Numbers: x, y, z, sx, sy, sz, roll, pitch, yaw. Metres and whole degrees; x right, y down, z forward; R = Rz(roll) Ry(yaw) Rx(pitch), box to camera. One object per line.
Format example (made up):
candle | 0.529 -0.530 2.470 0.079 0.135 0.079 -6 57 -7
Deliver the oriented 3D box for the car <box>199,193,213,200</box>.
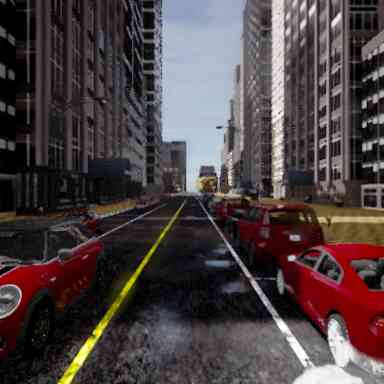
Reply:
car | 2.723 1.117 55.436 2.192 1.841 5.009 0 0 0

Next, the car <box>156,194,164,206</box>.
car | -5.661 1.405 49.902 1.802 1.307 4.206 0 0 0

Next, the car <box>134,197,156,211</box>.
car | -5.667 1.444 38.824 1.802 1.307 4.206 0 0 0

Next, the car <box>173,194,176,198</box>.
car | -5.645 1.246 83.138 1.887 1.381 4.507 0 0 0

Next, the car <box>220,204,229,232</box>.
car | 2.702 1.507 16.663 1.947 1.339 4.313 0 0 0

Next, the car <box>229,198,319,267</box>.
car | 2.700 1.276 11.123 2.192 1.841 5.009 0 0 0

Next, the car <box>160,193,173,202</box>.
car | -5.652 1.077 66.519 2.192 1.841 5.009 0 0 0

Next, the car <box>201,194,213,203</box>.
car | 2.725 1.222 60.976 1.967 1.590 4.097 0 0 0

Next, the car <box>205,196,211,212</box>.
car | 2.711 1.433 33.281 2.008 1.369 4.403 0 0 0

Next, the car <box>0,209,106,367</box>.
car | -3.078 1.331 5.955 2.097 1.767 4.553 0 0 0

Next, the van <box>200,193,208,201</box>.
van | 2.734 1.063 77.593 1.690 1.788 3.998 0 0 0

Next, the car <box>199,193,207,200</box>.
car | 2.736 1.141 83.133 1.967 1.590 4.097 0 0 0

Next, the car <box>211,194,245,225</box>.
car | 2.706 1.236 22.201 2.192 1.841 5.009 0 0 0

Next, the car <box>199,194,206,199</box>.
car | 2.738 1.206 88.842 1.752 1.417 4.829 0 0 0

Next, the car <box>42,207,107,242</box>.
car | -5.678 1.523 16.666 1.802 1.307 4.206 0 0 0

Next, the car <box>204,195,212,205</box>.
car | 2.714 1.387 38.990 1.752 1.417 4.829 0 0 0

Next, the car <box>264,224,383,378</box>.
car | 2.696 1.525 5.583 1.887 1.381 4.507 0 0 0

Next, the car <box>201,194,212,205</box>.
car | 2.719 1.388 49.898 1.947 1.339 4.313 0 0 0
